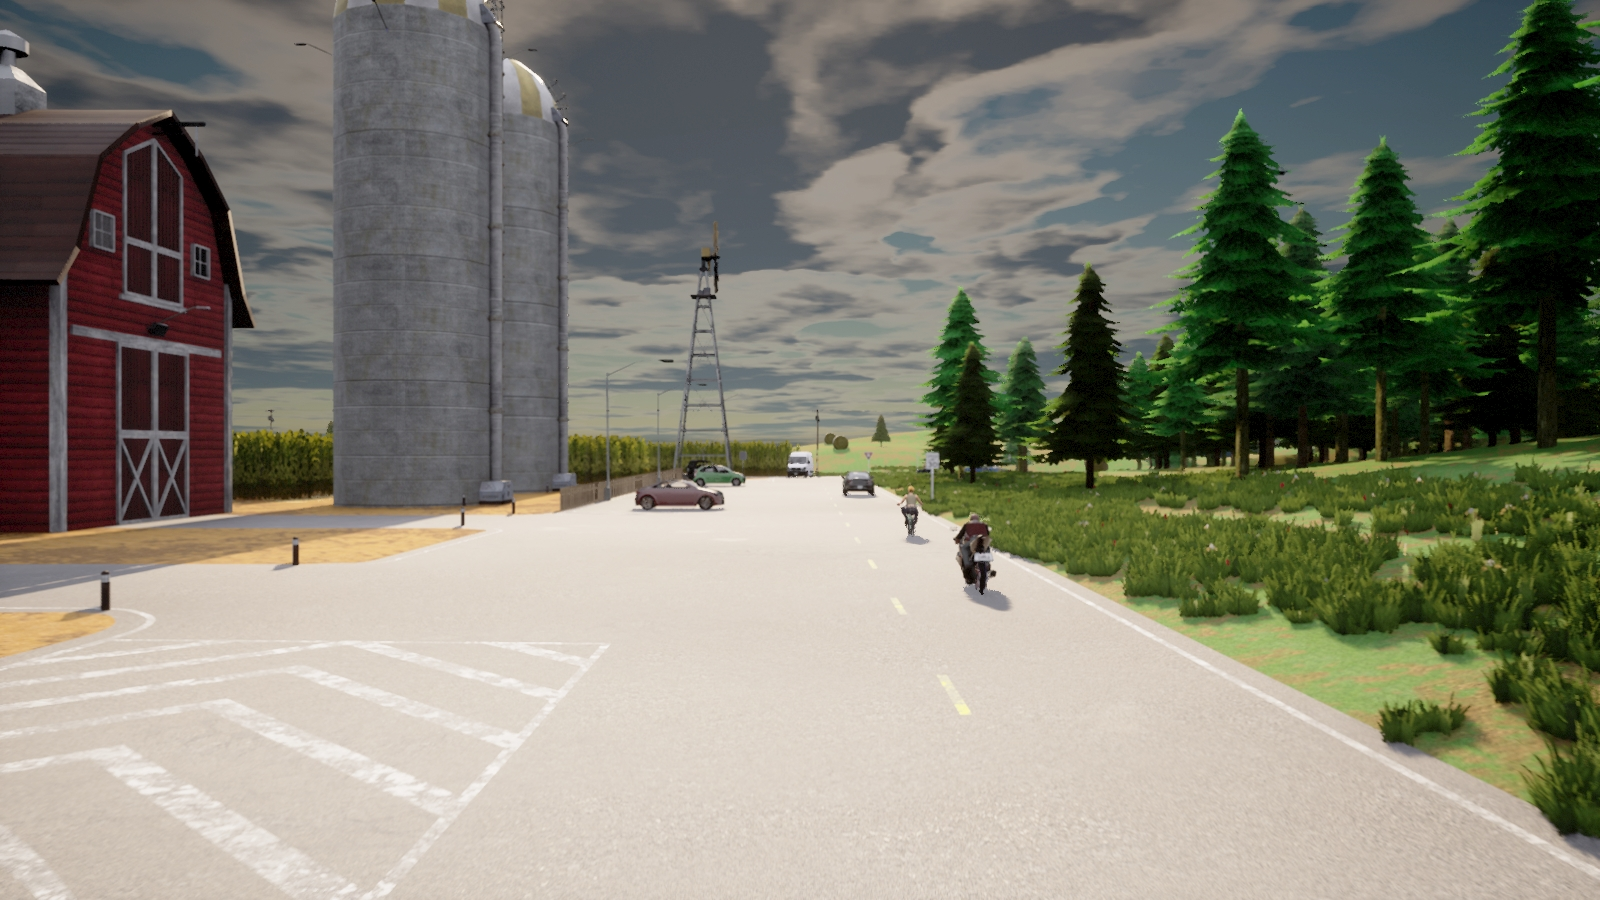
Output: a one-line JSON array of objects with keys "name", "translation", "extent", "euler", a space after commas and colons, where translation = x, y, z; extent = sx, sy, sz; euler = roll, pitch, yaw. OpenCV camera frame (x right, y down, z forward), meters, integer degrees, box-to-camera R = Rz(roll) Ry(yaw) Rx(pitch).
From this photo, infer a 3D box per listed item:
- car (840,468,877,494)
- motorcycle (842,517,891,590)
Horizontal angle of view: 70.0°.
[{"name": "car", "translation": [3.511, 1.861, 69.164], "extent": [2.002, 1.442, 4.674], "euler": [0, 0, 0]}, {"name": "motorcycle", "translation": [1.307, 2.037, 22.836], "extent": [0.867, 1.251, 2.209], "euler": [0, 0, 0]}]
